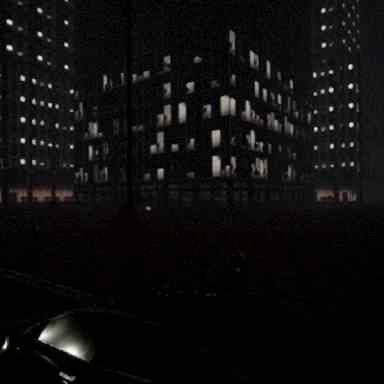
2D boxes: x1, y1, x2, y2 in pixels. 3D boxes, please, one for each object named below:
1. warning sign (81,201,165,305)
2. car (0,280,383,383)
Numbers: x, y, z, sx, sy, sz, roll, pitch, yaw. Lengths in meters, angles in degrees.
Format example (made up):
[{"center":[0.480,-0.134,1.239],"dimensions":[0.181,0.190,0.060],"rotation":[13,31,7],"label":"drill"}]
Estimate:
[{"center":[-1.401,1.137,6.900],"dimensions":[1.060,1.860,1.300],"rotation":[-1,0,37],"label":"warning sign"},{"center":[-0.450,1.578,3.241],"dimensions":[4.313,1.339,1.947],"rotation":[0,-1,37],"label":"car"}]
